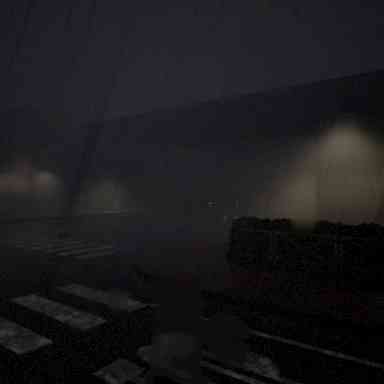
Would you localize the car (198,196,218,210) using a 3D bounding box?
[{"bbox_3d":[2.673,1.297,41.629,2.097,1.767,4.553,0,0,36],"label":"car"}]

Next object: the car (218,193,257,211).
[{"bbox_3d":[5.841,1.174,40.047,2.150,2.045,5.566,0,0,36],"label":"car"}]
